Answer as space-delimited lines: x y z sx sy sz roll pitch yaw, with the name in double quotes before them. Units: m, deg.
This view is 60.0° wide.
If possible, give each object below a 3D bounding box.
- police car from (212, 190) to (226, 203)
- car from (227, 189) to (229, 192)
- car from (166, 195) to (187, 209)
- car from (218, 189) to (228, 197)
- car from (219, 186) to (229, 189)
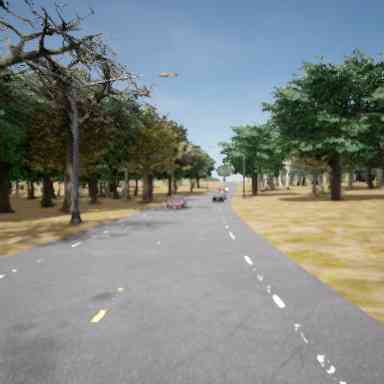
"police car" 4.554 0.974 58.083 1.930 1.638 5.238 0 1 7
"car" 6.698 0.632 73.941 1.801 1.575 5.366 0 2 8
"car" -1.826 1.166 40.786 2.097 1.767 4.553 0 1 5
"car" 5.817 0.813 67.832 1.882 1.535 5.008 0 1 8
"car" 8.226 -0.133 91.750 2.150 2.045 5.566 0 2 8
